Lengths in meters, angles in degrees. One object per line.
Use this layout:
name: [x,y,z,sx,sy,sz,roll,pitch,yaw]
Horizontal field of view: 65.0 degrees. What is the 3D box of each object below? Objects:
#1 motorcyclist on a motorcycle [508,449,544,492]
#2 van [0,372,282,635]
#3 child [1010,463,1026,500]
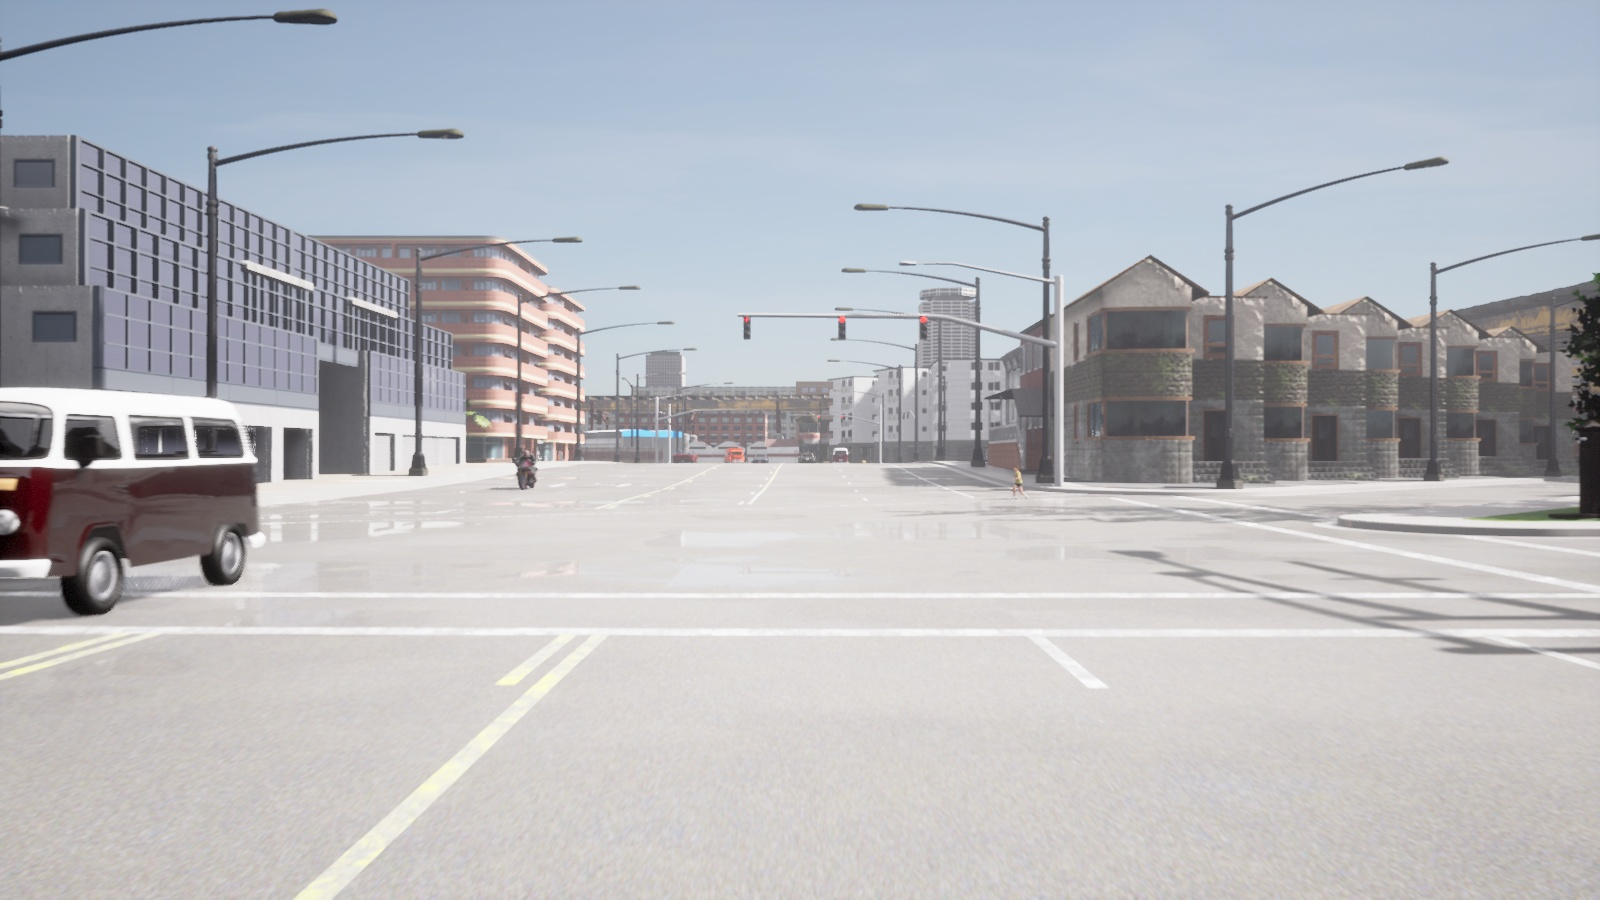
motorcyclist on a motorcycle: [-10.217,0.755,46.861,0.866,1.530,2.191,0,1,0]
van: [-6.915,0.419,11.986,2.069,2.038,4.480,0,0,0]
child: [6.531,0.945,37.666,0.394,1.110,0.255,0,0,-26]
